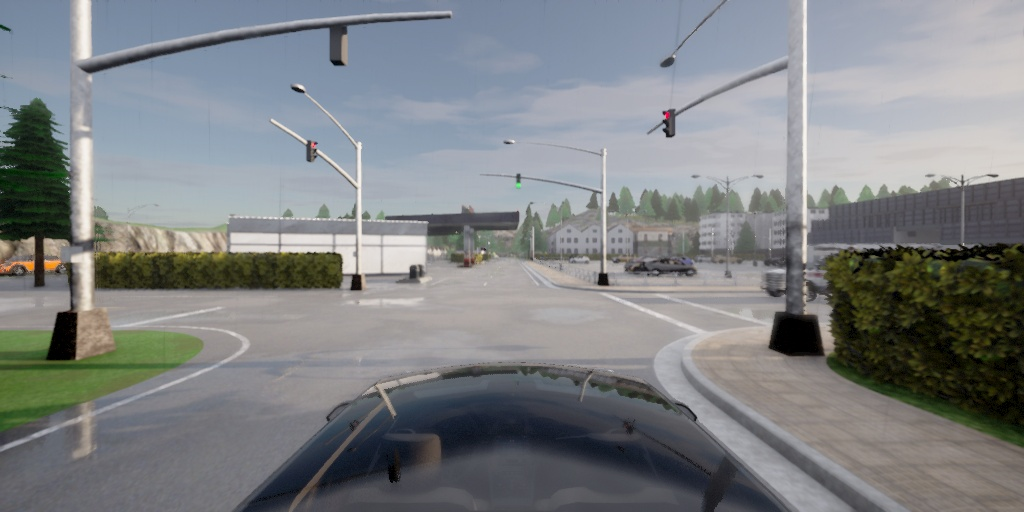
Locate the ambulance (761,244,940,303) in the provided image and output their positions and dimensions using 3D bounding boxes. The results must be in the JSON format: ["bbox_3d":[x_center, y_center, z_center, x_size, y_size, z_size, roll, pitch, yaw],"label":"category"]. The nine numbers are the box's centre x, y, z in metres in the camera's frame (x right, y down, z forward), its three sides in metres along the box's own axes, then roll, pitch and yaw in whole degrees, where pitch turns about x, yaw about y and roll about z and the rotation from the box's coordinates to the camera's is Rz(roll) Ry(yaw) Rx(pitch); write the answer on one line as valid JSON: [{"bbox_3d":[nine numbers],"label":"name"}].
[{"bbox_3d":[14.514,0.706,15.650,6.366,2.431,2.351,0,0,-1],"label":"ambulance"}]

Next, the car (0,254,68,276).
[{"bbox_3d":[-41.071,0.664,30.372,2.097,1.767,4.553,0,0,-4],"label":"car"}]
